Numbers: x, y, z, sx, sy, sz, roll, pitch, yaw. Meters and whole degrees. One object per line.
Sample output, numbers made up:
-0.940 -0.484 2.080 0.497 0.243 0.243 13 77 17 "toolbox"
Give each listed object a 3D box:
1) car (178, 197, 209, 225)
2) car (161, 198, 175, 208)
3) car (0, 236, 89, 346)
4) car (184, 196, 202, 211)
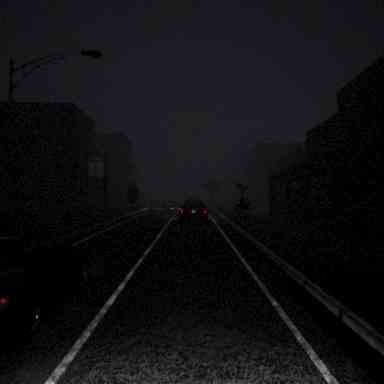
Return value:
0.102 1.386 24.765 2.097 1.767 4.553 0 0 0 "car"
-3.569 1.632 50.317 1.837 1.490 4.892 0 -1 0 "car"
-3.441 1.566 6.298 1.994 1.385 4.181 0 0 0 "car"
0.106 1.446 42.277 2.097 1.767 4.553 0 0 0 "car"
